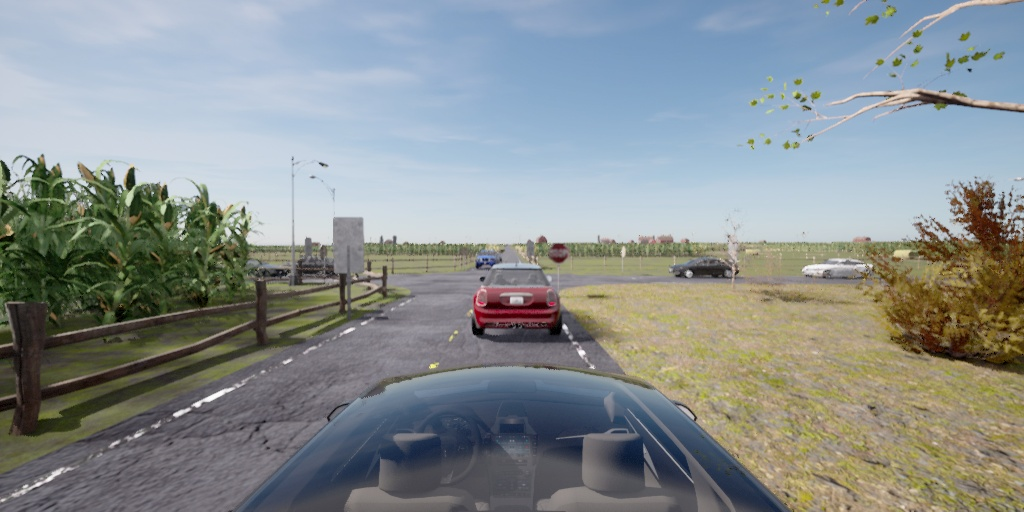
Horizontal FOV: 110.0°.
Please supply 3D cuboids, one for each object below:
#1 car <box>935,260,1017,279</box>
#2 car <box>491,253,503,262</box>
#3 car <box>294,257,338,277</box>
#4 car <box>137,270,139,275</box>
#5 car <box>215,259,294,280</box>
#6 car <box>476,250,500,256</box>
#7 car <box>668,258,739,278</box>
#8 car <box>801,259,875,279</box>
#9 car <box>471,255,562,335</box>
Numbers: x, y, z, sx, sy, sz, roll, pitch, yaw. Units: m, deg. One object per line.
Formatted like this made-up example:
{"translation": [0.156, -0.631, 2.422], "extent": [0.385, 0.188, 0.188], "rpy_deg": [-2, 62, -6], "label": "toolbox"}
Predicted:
{"translation": [35.598, 0.993, 27.175], "extent": [5.357, 1.411, 2.033], "rpy_deg": [0, 1, 0], "label": "car"}
{"translation": [-2.689, 0.192, 64.201], "extent": [1.837, 1.490, 4.892], "rpy_deg": [0, 1, 0], "label": "car"}
{"translation": [-15.295, 0.801, 27.119], "extent": [4.892, 1.490, 1.837], "rpy_deg": [0, 1, 1], "label": "car"}
{"translation": [-28.185, 0.861, 24.158], "extent": [5.357, 1.411, 2.033], "rpy_deg": [0, 1, 0], "label": "car"}
{"translation": [-17.592, 0.912, 24.169], "extent": [4.181, 1.385, 1.994], "rpy_deg": [0, 1, 0], "label": "car"}
{"translation": [-2.820, 0.334, 40.839], "extent": [2.150, 2.045, 5.566], "rpy_deg": [0, 1, 1], "label": "car"}
{"translation": [14.439, 0.891, 27.158], "extent": [4.892, 1.490, 1.837], "rpy_deg": [0, 1, 0], "label": "car"}
{"translation": [24.685, 0.941, 27.168], "extent": [4.674, 1.442, 1.812], "rpy_deg": [0, 1, 0], "label": "car"}
{"translation": [0.110, 0.973, 10.119], "extent": [2.097, 1.767, 4.553], "rpy_deg": [0, 1, 0], "label": "car"}
